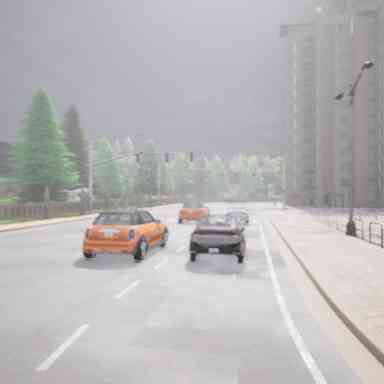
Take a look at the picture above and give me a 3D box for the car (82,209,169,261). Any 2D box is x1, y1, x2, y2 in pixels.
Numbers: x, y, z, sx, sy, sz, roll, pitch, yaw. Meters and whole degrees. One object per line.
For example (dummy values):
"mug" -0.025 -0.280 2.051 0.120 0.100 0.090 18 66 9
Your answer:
"car" -2.372 1.457 13.052 2.097 1.767 4.553 0 -1 10

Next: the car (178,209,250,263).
"car" 1.111 1.613 12.640 2.128 1.511 4.902 0 0 10

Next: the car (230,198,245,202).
"car" 13.336 2.473 94.096 1.994 1.385 4.181 0 -1 40

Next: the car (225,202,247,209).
"car" 3.780 1.795 27.483 1.812 1.442 4.674 0 0 10

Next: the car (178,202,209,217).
"car" 0.281 1.604 27.815 2.097 1.767 4.553 0 -1 10
